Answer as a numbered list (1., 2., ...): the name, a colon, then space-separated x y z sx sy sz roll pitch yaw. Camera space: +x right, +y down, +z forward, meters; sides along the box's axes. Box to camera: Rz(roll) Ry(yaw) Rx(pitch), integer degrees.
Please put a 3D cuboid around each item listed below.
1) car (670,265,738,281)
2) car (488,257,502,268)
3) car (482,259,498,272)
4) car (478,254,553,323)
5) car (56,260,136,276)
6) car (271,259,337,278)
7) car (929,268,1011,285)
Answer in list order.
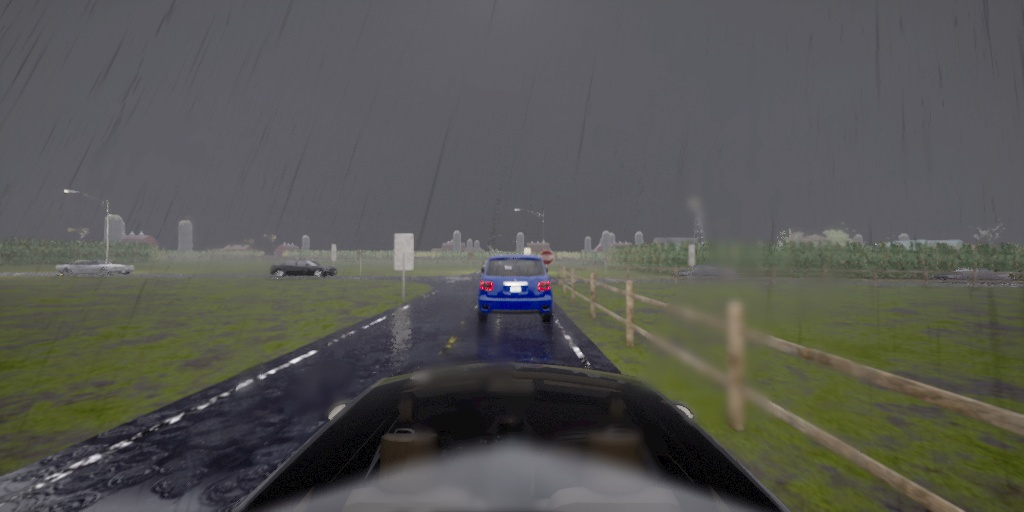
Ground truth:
1. car: 17.310 1.520 32.448 5.357 1.411 2.033 1 -1 0
2. car: -2.821 1.052 59.809 2.097 1.767 4.553 0 0 0
3. car: -2.853 1.224 46.935 1.837 1.490 4.892 0 0 0
4. car: 0.097 0.970 12.207 2.150 2.045 5.566 0 0 0
5. car: -34.335 0.966 29.669 4.718 1.301 1.895 1 -1 0
6. car: -17.097 1.022 29.609 5.008 1.535 1.882 1 -1 0
7. car: 41.269 1.810 32.334 5.357 1.411 2.033 1 -1 1
